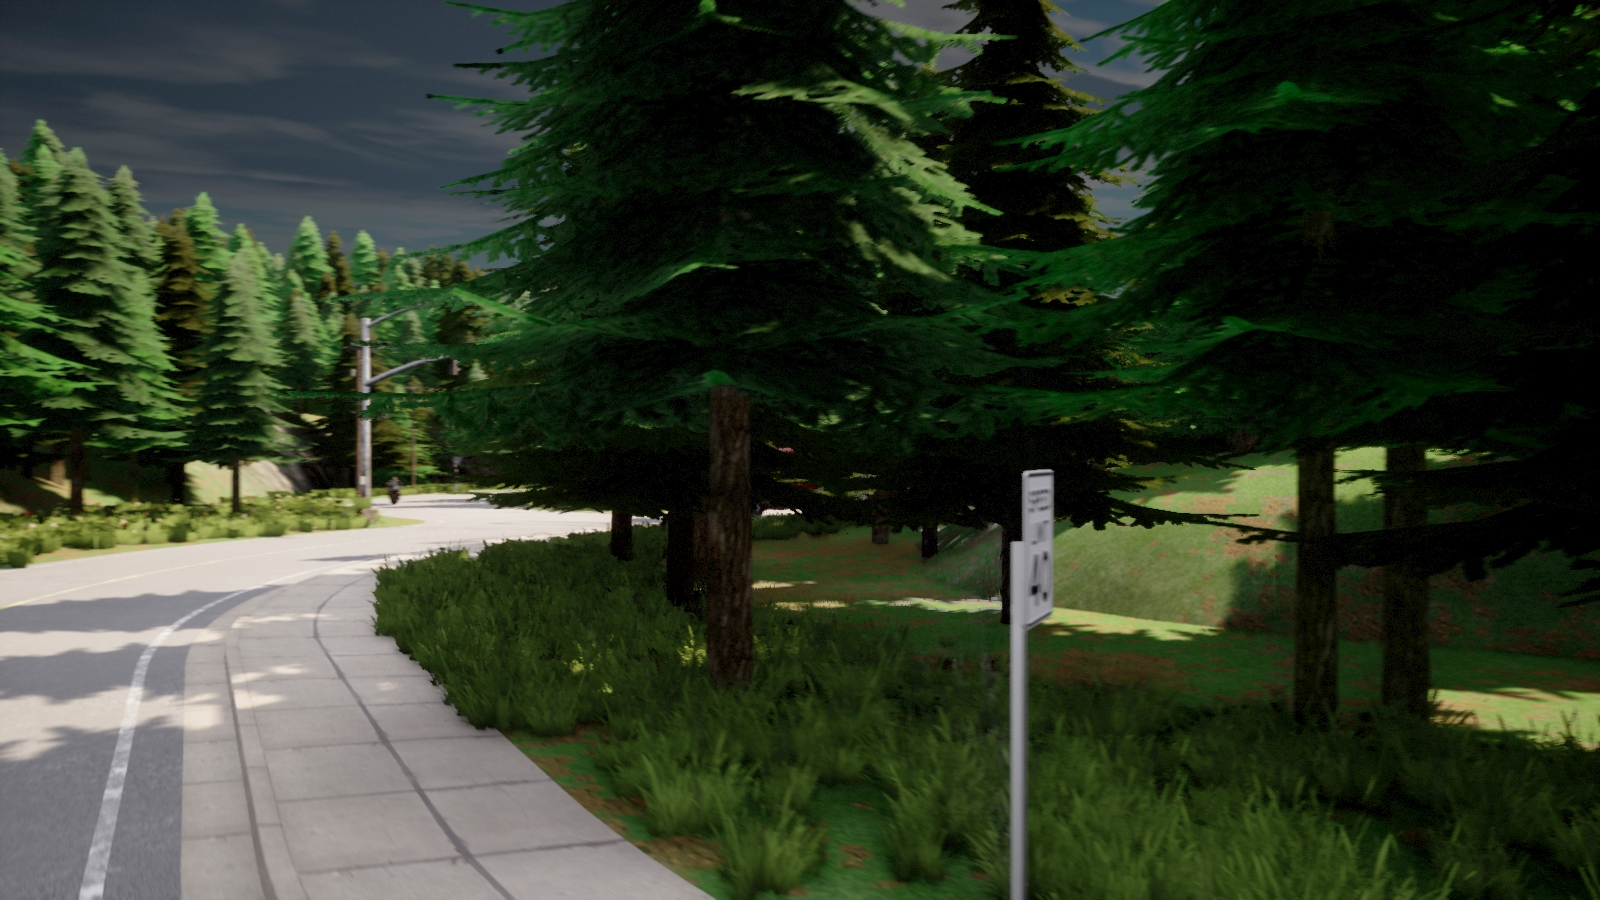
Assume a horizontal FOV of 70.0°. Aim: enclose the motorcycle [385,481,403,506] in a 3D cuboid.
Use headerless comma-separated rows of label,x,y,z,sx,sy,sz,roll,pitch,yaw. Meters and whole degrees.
motorcycle,-21.369,2.280,60.157,0.867,1.251,2.209,1,0,-18
